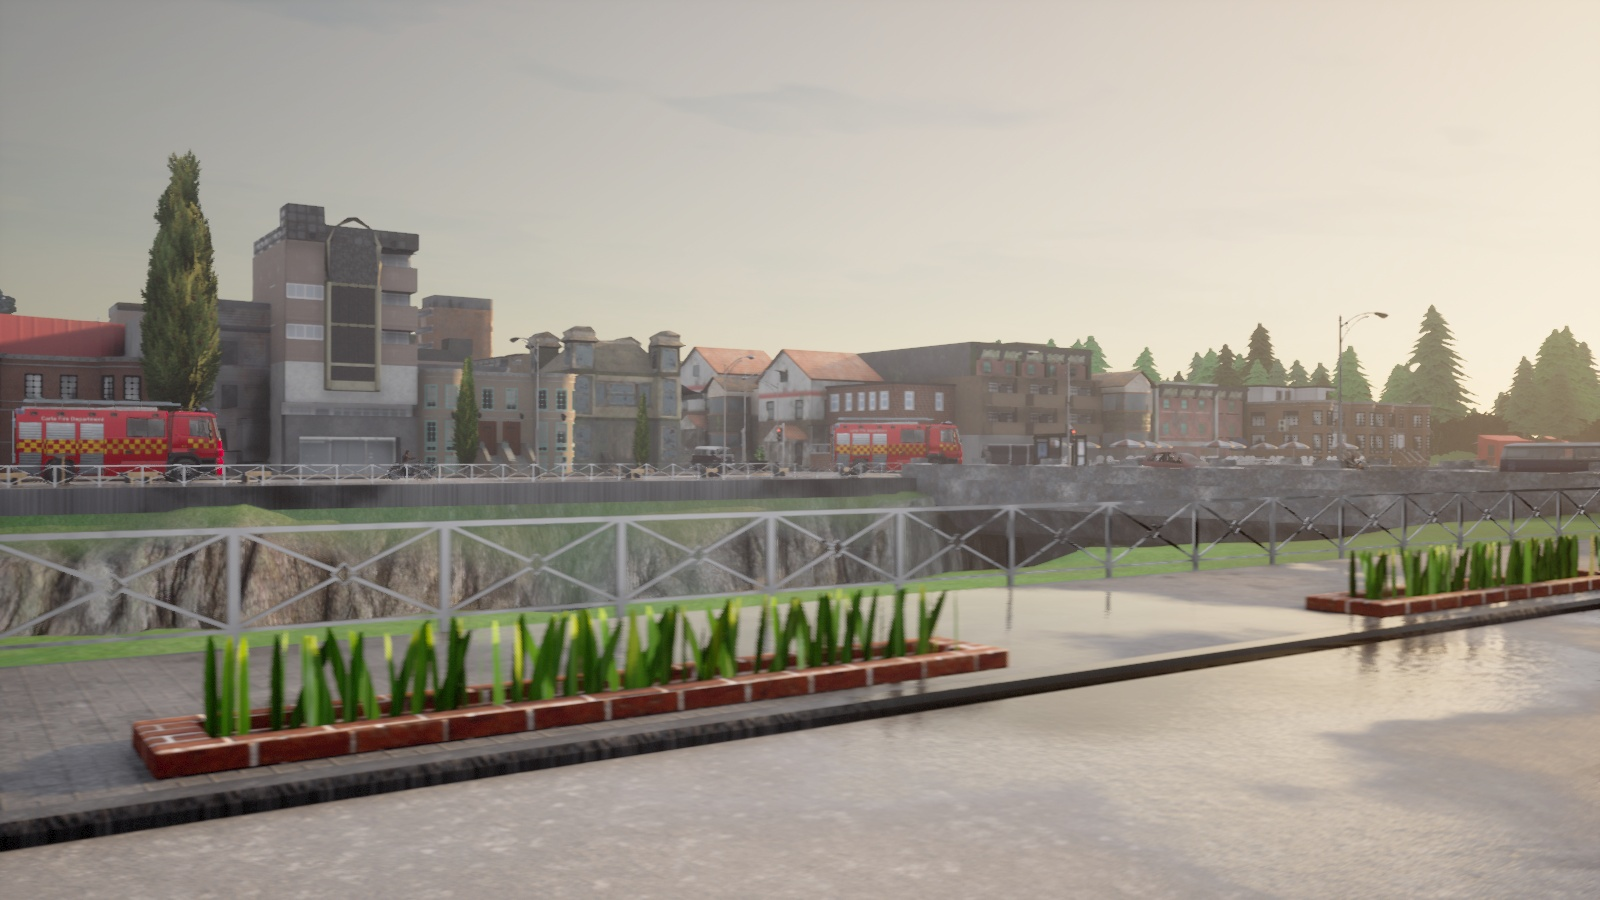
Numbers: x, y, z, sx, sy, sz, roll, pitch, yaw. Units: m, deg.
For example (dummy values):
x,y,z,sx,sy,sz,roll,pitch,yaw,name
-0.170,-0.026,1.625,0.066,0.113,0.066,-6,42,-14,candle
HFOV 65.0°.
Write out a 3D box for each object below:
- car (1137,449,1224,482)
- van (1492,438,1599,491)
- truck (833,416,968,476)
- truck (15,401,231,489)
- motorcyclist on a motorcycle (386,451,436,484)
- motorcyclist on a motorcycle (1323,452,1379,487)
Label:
x,y,z,sx,sy,sz,roll,pitch,yaw,name
19.466,0.760,64.395,1.851,1.617,3.988,0,0,-35,car
29.941,0.555,49.362,1.775,1.987,4.442,0,0,-35,van
6.469,-0.234,81.677,8.468,3.827,2.891,0,0,-3,truck
-31.064,-0.212,57.841,8.468,3.827,2.891,0,0,-35,truck
-20.235,0.898,65.378,2.350,1.649,0.766,0,0,-35,motorcyclist on a motorcycle
24.847,0.866,56.672,0.866,1.530,2.191,0,0,-35,motorcyclist on a motorcycle
